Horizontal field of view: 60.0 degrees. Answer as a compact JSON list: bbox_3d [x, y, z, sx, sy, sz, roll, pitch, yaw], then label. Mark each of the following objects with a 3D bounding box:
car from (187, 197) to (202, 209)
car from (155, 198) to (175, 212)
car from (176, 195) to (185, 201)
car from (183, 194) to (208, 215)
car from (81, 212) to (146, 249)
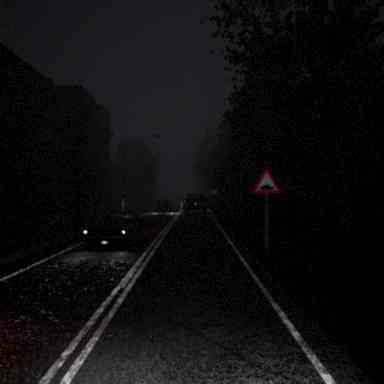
[{"bbox_3d":[0.383,1.441,46.179,2.033,1.411,5.357,0,0,1],"label":"car"},{"bbox_3d":[-2.966,1.436,37.219,1.837,1.490,4.892,0,0,1],"label":"car"},{"bbox_3d":[-2.703,1.288,78.138,1.895,1.301,4.718,0,0,0],"label":"car"},{"bbox_3d":[0.360,1.163,33.102,2.150,2.045,5.566,0,0,1],"label":"car"},{"bbox_3d":[-3.274,1.580,14.656,1.895,1.301,4.718,0,0,1],"label":"car"}]
